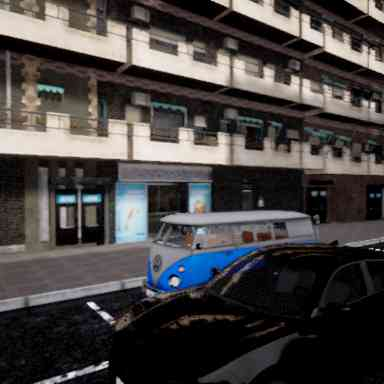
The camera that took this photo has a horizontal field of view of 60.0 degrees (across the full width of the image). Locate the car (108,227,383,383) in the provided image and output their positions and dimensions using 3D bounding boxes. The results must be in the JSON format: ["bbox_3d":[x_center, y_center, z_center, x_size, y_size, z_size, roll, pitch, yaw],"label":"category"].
[{"bbox_3d":[1.423,1.467,4.385,5.008,1.535,1.882,0,0,-35],"label":"car"}]

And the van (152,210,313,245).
[{"bbox_3d":[0.967,1.323,7.223,3.998,1.788,1.690,0,0,-35],"label":"van"}]
